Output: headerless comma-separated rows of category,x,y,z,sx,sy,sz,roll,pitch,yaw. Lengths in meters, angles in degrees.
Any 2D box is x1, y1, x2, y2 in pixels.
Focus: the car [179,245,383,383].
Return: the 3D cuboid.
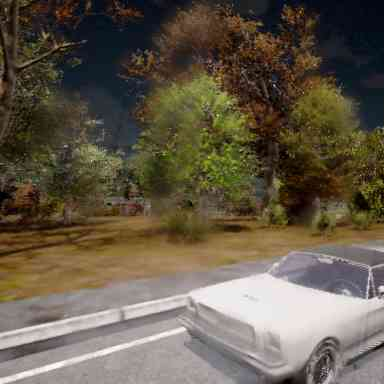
car,2.169,1.612,5.230,4.718,1.301,1.895,0,0,-35
